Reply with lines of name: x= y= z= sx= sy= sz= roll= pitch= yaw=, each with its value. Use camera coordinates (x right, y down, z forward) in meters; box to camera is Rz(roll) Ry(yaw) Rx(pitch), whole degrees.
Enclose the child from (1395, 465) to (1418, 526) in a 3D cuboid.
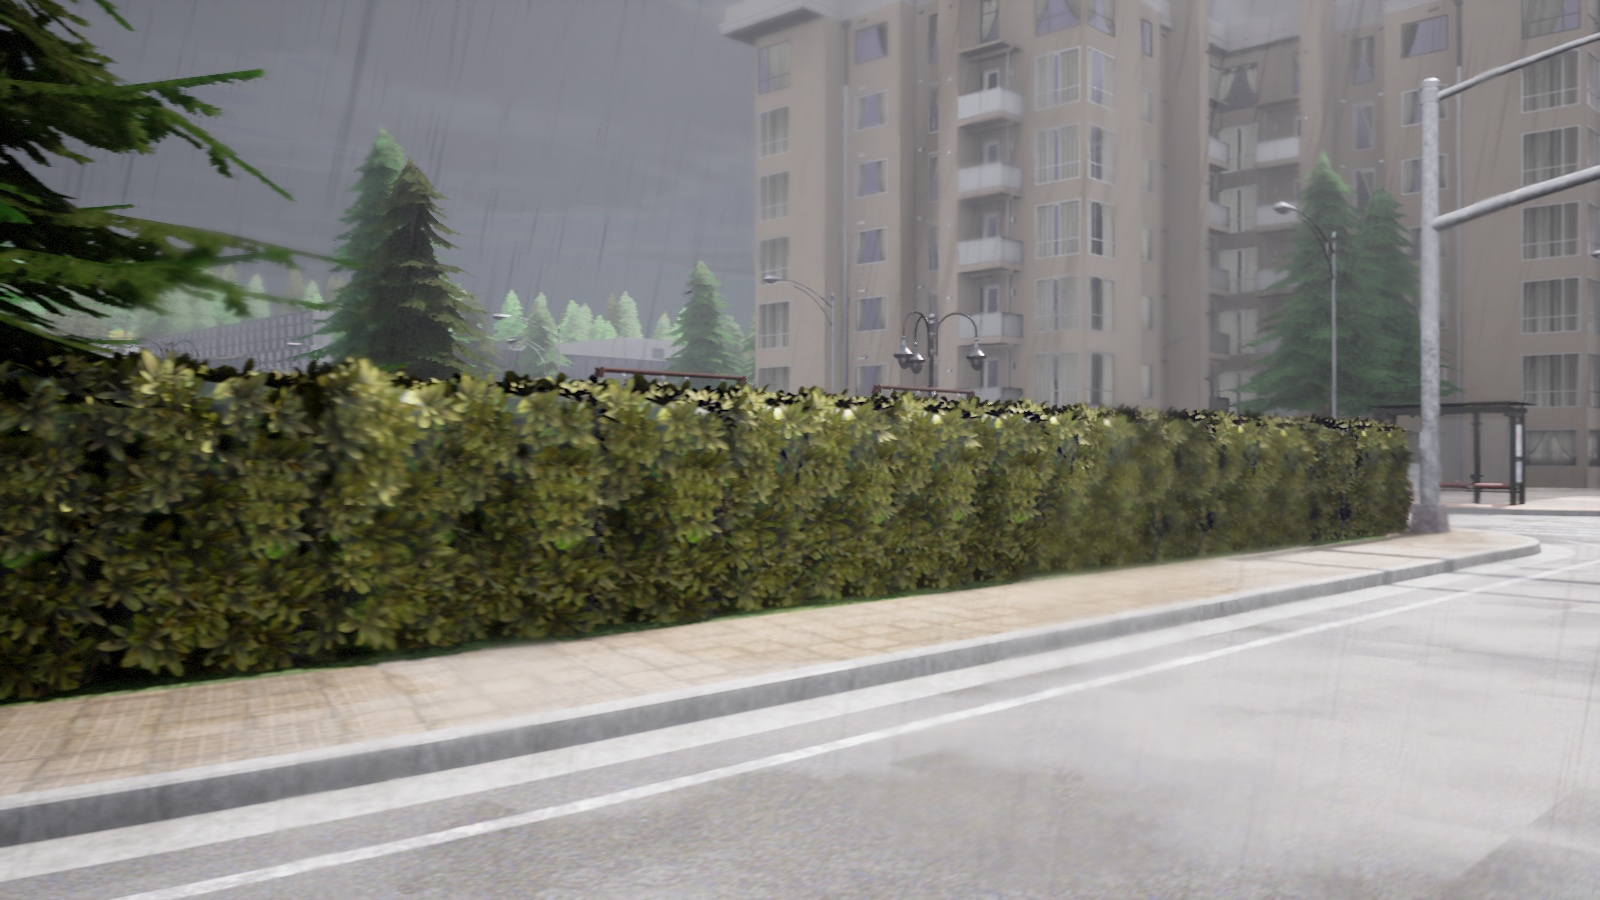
child: x=11.030 y=0.822 z=22.830 sx=0.394 sy=1.110 sz=0.255 roll=0 pitch=0 yaw=-44
